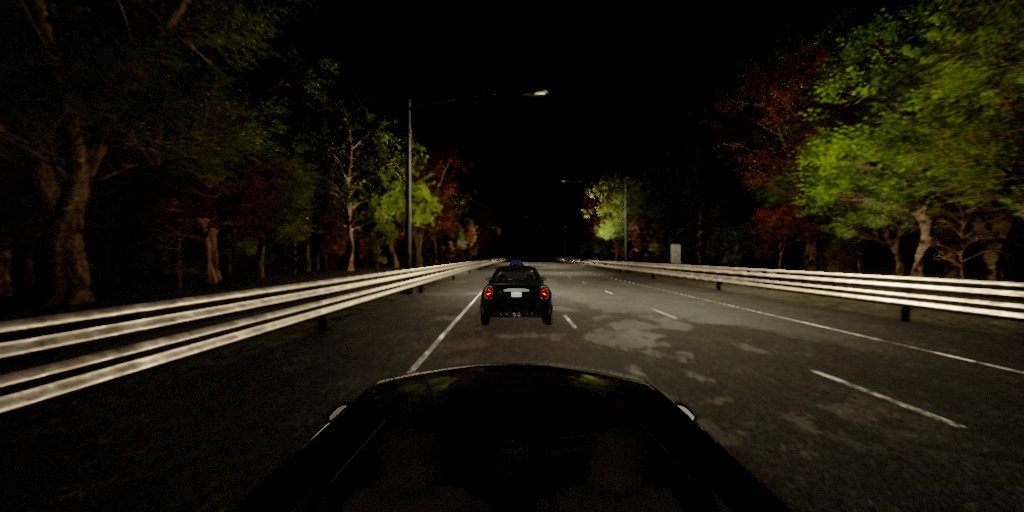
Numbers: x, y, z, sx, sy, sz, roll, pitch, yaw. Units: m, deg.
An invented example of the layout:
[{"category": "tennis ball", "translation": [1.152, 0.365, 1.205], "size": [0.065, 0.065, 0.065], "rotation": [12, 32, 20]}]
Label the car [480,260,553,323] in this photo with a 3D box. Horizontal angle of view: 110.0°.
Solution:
[{"category": "car", "translation": [0.136, 1.101, 12.194], "size": [2.097, 1.767, 4.553], "rotation": [0, 0, 0]}]

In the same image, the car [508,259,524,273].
[{"category": "car", "translation": [0.547, 1.221, 44.679], "size": [1.882, 1.535, 5.008], "rotation": [0, 0, 1]}]
